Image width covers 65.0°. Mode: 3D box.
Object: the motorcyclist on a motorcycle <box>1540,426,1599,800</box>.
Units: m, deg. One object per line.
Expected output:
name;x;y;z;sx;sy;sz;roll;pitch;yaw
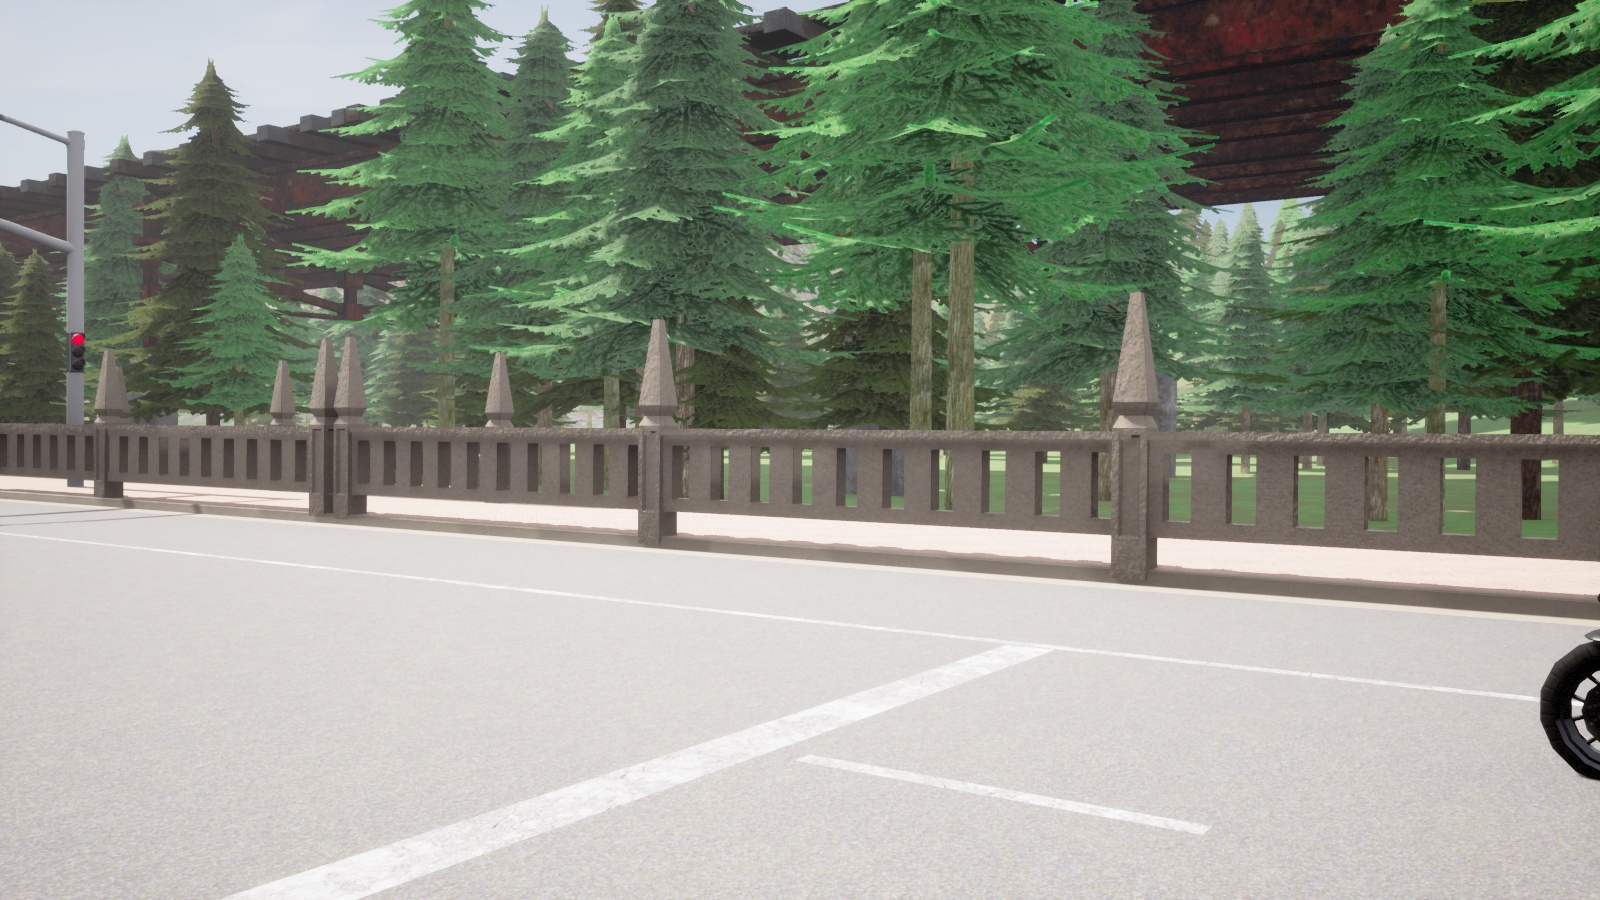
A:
motorcyclist on a motorcycle;4.247;0.660;5.004;2.191;1.530;0.866;0;1;34
